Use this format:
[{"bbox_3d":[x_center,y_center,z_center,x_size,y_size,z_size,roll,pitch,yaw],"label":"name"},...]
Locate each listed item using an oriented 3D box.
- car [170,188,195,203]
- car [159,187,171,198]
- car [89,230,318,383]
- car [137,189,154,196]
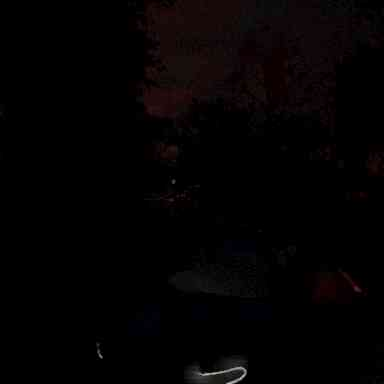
[{"bbox_3d":[-0.929,0.454,38.733,1.812,1.442,4.674,2,2,-15],"label":"car"},{"bbox_3d":[-3.604,0.038,48.546,1.882,1.535,5.008,2,2,-15],"label":"car"},{"bbox_3d":[0.686,1.456,5.100,1.882,1.535,5.008,1,2,28],"label":"car"},{"bbox_3d":[-6.487,0.045,46.061,1.812,1.442,4.674,2,2,-15],"label":"car"}]
